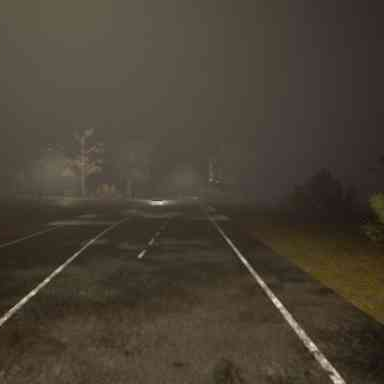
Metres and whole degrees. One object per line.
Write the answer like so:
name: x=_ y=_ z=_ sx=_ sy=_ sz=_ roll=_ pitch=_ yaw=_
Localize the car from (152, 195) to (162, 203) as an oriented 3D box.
car: x=-7.386 y=1.509 z=70.370 sx=1.882 sy=1.535 sz=5.008 roll=0 pitch=0 yaw=0
